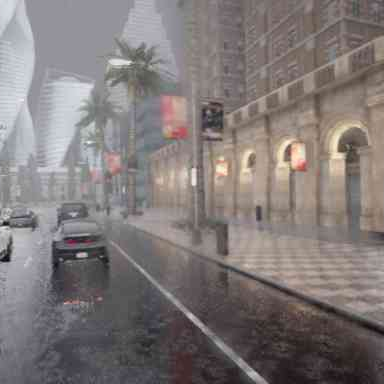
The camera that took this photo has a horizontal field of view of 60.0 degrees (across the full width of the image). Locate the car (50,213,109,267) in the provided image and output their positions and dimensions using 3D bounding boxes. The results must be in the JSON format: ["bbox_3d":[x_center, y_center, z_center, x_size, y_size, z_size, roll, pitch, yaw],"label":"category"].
[{"bbox_3d":[-4.299,1.784,12.772,1.837,1.490,4.892,-1,0,-20],"label":"car"}]

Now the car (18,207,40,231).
[{"bbox_3d":[-12.845,2.145,25.539,2.128,1.511,4.902,-1,-1,-20],"label":"car"}]

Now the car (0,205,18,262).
[{"bbox_3d":[-7.169,1.535,10.405,2.150,2.045,5.566,-1,-1,-20],"label":"car"}]

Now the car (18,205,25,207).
[{"bbox_3d":[-27.034,2.841,52.146,2.128,1.511,4.902,-1,-1,-21],"label":"car"}]

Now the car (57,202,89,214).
[{"bbox_3d":[-9.227,1.796,25.843,2.150,2.045,5.566,-1,-1,-20],"label":"car"}]

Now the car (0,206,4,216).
[{"bbox_3d":[-30.195,2.966,50.633,1.994,1.385,4.181,-1,-1,-21],"label":"car"}]
